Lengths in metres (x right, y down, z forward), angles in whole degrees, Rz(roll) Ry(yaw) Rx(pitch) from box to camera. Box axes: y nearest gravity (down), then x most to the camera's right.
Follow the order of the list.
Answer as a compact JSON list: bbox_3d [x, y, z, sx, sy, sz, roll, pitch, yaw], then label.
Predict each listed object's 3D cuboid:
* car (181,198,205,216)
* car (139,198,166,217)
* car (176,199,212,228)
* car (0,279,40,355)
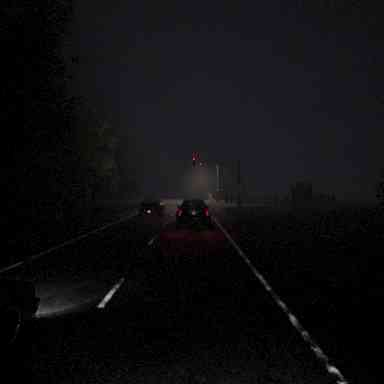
[{"bbox_3d":[0.096,1.324,30.766,2.033,1.411,5.357,0,0,0],"label":"car"},{"bbox_3d":[-3.403,1.295,28.711,1.837,1.490,4.892,0,0,0],"label":"car"},{"bbox_3d":[0.095,1.201,20.965,2.097,1.767,4.553,0,1,0],"label":"car"},{"bbox_3d":[-3.402,1.526,2.964,2.033,1.411,5.357,0,0,0],"label":"car"}]
